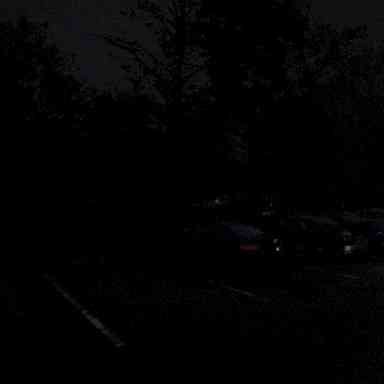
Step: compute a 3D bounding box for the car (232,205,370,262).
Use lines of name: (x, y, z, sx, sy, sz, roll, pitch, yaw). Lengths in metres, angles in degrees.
car: (3.403, 1.468, 12.223, 2.231, 1.521, 4.892, 0, 0, -35)

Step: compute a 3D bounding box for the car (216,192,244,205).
car: (5.127, 0.801, 43.767, 2.097, 1.767, 4.553, -3, 3, -36)

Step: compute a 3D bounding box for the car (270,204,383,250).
car: (6.062, 1.464, 14.133, 2.097, 1.535, 5.008, 0, 0, -35)

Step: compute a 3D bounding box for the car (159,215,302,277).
car: (0.734, 1.509, 10.324, 2.002, 1.452, 4.674, 0, 0, -35)

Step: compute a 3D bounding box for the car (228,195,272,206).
car: (6.511, 1.366, 36.172, 1.895, 1.301, 4.718, -3, 3, -36)
